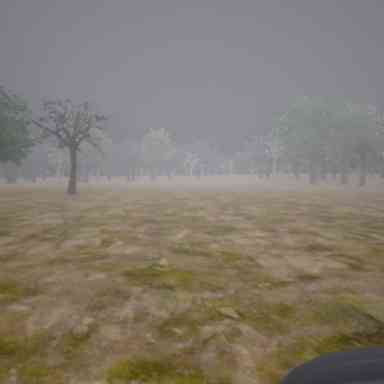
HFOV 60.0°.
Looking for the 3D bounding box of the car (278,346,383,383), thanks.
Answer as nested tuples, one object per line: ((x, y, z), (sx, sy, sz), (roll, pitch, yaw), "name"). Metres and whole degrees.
((2.915, 1.507, 1.842), (4.892, 1.490, 1.837), (0, 0, 8), "car")
